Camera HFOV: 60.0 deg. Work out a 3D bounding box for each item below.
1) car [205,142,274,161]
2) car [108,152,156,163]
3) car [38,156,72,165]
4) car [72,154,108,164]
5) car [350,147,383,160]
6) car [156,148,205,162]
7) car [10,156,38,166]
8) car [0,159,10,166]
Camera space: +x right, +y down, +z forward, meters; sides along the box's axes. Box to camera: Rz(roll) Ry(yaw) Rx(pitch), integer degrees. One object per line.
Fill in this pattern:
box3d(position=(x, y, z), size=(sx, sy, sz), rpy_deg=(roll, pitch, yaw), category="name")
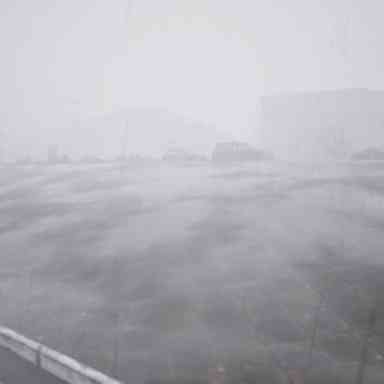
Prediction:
box3d(position=(4.456, -3.345, 29.633), size=(5.566, 2.045, 2.435), rpy_deg=(2, 1, 25), category="car")
box3d(position=(-5.726, -3.360, 34.415), size=(4.892, 1.521, 2.231), rpy_deg=(1, 1, 27), category="car")
box3d(position=(-15.422, -3.533, 39.480), size=(4.792, 1.488, 2.163), rpy_deg=(1, 1, 29), category="car")
box3d(position=(-10.558, -3.421, 36.873), size=(4.674, 1.452, 2.002), rpy_deg=(1, 1, 28), category="car")
box3d(position=(14.638, -2.704, 25.389), size=(4.674, 1.452, 2.002), rpy_deg=(2, 1, 22), category="car")
box3d(position=(-0.645, -3.364, 31.972), size=(4.553, 1.767, 2.185), rpy_deg=(1, 1, 26), category="car")
box3d(position=(-20.415, -3.792, 42.280), size=(4.553, 1.767, 2.185), rpy_deg=(1, 1, 31), category="car")
box3d(position=(-25.169, -3.768, 45.096), size=(5.008, 1.535, 2.097), rpy_deg=(1, 1, 32), category="car")
